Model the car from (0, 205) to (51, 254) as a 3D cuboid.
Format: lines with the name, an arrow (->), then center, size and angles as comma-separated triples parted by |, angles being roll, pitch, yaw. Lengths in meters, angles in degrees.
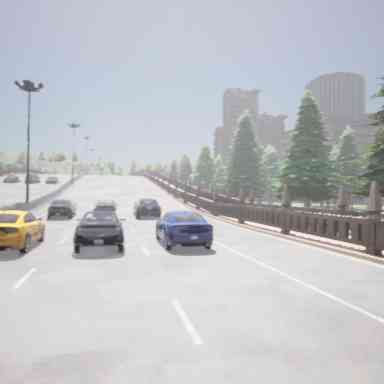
car -> -7.288, 1.483, 13.419 | 1.882, 1.535, 5.008 | 1, 0, -13

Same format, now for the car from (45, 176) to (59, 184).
car -> -26.801, -2.309, 63.767 | 2.033, 1.411, 5.357 | 1, 6, -14

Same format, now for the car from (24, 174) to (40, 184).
car -> -30.199, -2.547, 62.942 | 2.097, 1.767, 4.553 | 1, 6, -14

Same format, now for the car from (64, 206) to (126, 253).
car -> -3.838, 1.548, 14.037 | 2.128, 1.511, 4.902 | 1, 0, -13

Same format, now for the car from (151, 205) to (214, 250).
car -> -0.482, 1.585, 15.055 | 1.882, 1.535, 5.008 | 1, 0, -13

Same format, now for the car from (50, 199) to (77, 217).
car -> -10.807, 1.357, 27.773 | 1.837, 1.490, 4.892 | 1, 2, -14

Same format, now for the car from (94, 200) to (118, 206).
car -> -7.407, 1.393, 28.606 | 2.128, 1.511, 4.902 | 1, 2, -14

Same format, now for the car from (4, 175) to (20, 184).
car -> -33.598, -2.425, 62.096 | 2.128, 1.511, 4.902 | 1, 6, -14

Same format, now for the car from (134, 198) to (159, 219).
car -> -3.960, 1.308, 29.244 | 2.097, 1.767, 4.553 | 1, 2, -14
